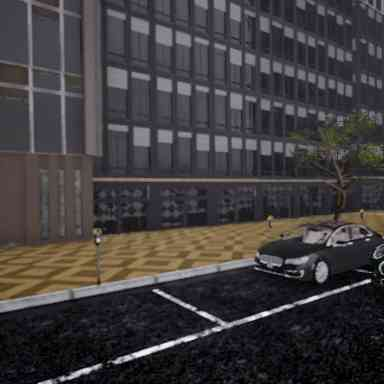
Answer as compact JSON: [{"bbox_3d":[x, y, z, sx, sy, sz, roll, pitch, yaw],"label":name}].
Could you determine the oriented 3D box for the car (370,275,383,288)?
[{"bbox_3d":[6.153,1.294,7.777,4.553,1.767,2.097,0,0,-36],"label":"car"}]

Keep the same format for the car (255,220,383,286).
[{"bbox_3d":[3.626,1.501,9.164,4.403,1.369,2.008,0,0,-36],"label":"car"}]
